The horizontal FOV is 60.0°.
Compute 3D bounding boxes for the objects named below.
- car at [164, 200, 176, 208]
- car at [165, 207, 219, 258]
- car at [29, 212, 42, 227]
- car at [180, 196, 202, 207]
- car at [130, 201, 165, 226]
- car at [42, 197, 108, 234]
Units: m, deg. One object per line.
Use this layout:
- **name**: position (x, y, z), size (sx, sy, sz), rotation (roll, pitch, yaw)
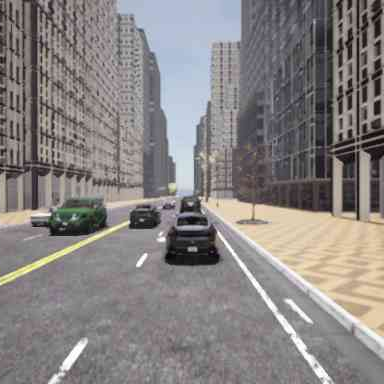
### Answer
- **car**: position (-3.477, 1.866, 50.453), size (1.895, 1.301, 4.718), rotation (0, 0, 0)
- **car**: position (0.009, 1.564, 12.995), size (1.837, 1.490, 4.892), rotation (0, 0, 0)
- **car**: position (-10.001, 1.743, 24.366), size (1.895, 1.301, 4.718), rotation (0, 0, 0)
- **car**: position (-0.132, 1.398, 36.057), size (2.150, 2.045, 5.566), rotation (0, 0, 0)
- **car**: position (-3.303, 1.625, 24.214), size (1.837, 1.490, 4.892), rotation (0, -1, 0)
- **car**: position (-6.725, 1.334, 20.317), size (2.150, 2.045, 5.566), rotation (0, 0, 0)
